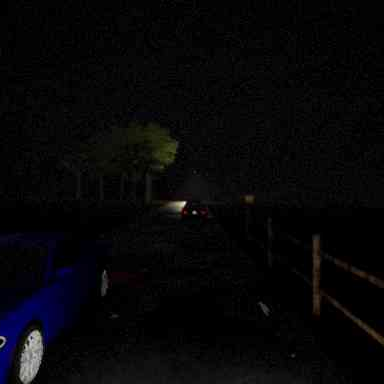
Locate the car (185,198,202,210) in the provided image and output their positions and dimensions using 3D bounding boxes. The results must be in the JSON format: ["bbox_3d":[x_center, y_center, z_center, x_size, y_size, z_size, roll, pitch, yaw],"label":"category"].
[{"bbox_3d":[0.202,1.453,41.570,1.994,1.385,4.181,0,0,0],"label":"car"}]

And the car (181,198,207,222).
[{"bbox_3d":[0.157,1.418,24.564,2.033,1.411,5.357,0,0,0],"label":"car"}]

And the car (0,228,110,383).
[{"bbox_3d":[-2.741,1.441,5.405,1.882,1.535,5.008,0,0,0],"label":"car"}]
